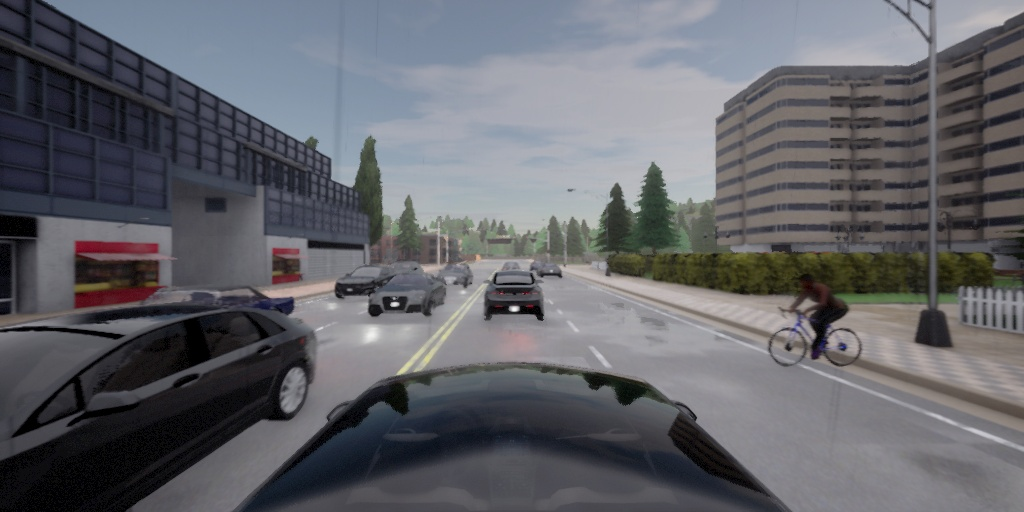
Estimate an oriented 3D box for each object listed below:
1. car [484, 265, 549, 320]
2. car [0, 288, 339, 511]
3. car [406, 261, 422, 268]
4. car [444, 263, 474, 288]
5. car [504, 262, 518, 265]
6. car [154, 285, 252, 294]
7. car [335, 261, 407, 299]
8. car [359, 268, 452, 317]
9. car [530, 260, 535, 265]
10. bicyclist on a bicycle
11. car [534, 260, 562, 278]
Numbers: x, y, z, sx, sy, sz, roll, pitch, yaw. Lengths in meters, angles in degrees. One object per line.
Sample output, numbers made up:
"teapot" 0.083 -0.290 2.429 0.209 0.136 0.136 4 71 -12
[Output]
"car" 0.057 1.246 12.597 1.837 1.490 4.892 0 0 0
"car" -3.597 1.262 3.052 1.837 1.490 4.892 0 0 0
"car" -7.098 1.128 23.299 2.097 1.767 4.553 0 0 0
"car" -3.598 1.249 23.286 2.128 1.511 4.902 0 0 0
"car" -0.080 1.270 35.535 2.033 1.411 5.357 0 0 0
"car" -7.124 1.361 8.006 1.895 1.301 4.718 0 0 0
"car" -7.169 1.229 18.346 1.882 1.535 5.008 0 0 0
"car" -3.646 1.312 13.131 1.994 1.385 4.181 0 0 0
"car" 3.382 1.269 47.201 1.994 1.385 4.181 0 0 0
"bicyclist on a bicycle" 5.318 1.137 6.295 1.656 1.620 0.582 0 0 0
"car" 3.452 1.281 33.445 1.994 1.385 4.181 0 0 0
